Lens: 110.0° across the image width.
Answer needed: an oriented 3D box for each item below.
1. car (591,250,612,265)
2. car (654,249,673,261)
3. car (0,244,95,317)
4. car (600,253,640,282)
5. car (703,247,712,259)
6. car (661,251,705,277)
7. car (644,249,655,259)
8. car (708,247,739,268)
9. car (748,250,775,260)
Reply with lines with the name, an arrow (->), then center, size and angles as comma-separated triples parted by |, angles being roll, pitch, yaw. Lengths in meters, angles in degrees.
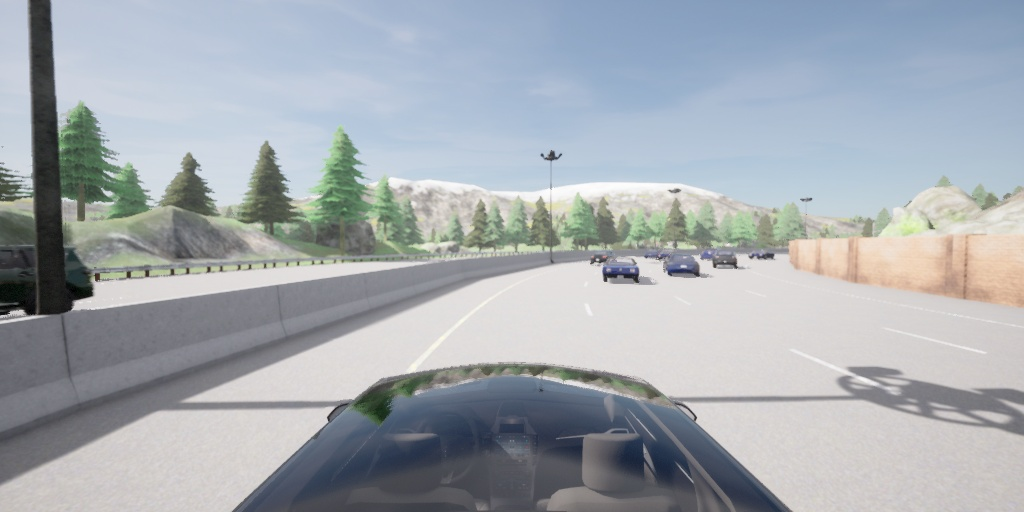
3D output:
car -> 9.271, 0.157, 35.999 | 1.812, 1.442, 4.674 | 1, 2, 29
car -> 19.911, -0.056, 44.869 | 1.895, 1.301, 4.718 | 2, 2, 42
car -> -13.664, 0.752, 8.317 | 2.150, 2.045, 5.566 | 0, 2, 5
car -> 6.391, 0.723, 20.954 | 1.895, 1.301, 4.718 | 1, 2, 18
car -> 26.188, -0.348, 46.294 | 2.097, 1.767, 4.553 | 2, 3, 44
car -> 11.514, 0.573, 24.455 | 1.994, 1.385, 4.181 | 1, 2, 20
car -> 20.337, -0.275, 50.431 | 4.181, 1.385, 1.994 | -2, 3, -44
car -> 19.290, 0.241, 32.403 | 2.128, 1.511, 4.902 | 1, 2, 31
car -> 33.723, -0.168, 48.393 | 4.718, 1.301, 1.895 | -1, 2, -38
